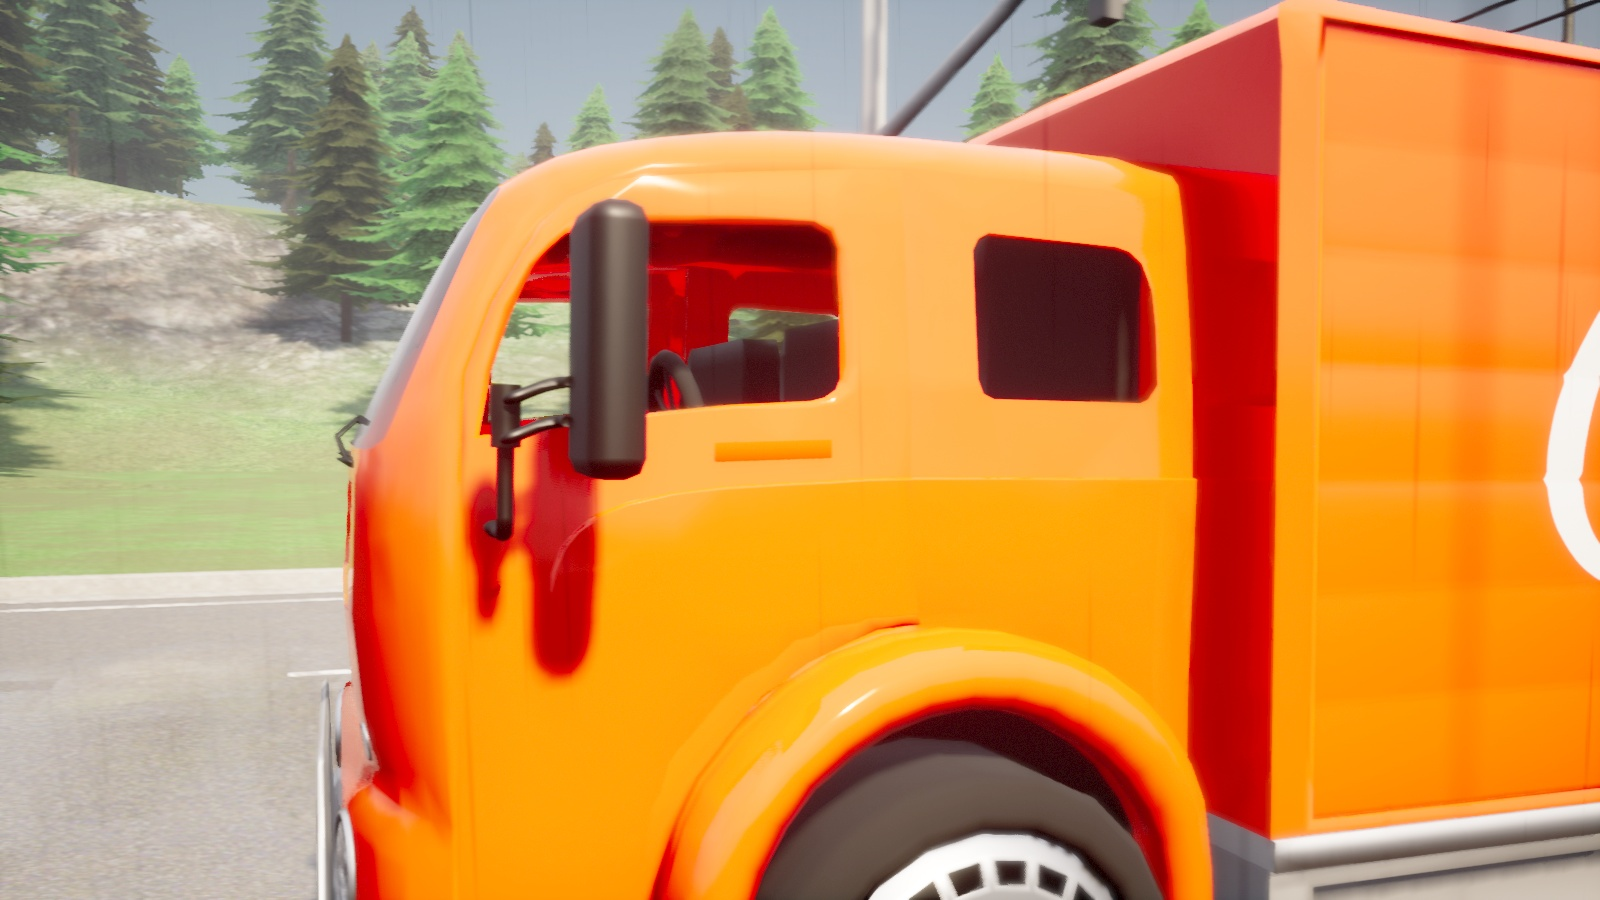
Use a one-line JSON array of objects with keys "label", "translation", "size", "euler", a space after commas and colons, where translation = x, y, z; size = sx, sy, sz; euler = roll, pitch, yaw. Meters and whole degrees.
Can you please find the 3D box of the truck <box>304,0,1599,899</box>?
[{"label": "truck", "translation": [1.347, 0.236, 3.776], "size": [5.204, 2.467, 2.627], "euler": [-1, 1, -20]}]
